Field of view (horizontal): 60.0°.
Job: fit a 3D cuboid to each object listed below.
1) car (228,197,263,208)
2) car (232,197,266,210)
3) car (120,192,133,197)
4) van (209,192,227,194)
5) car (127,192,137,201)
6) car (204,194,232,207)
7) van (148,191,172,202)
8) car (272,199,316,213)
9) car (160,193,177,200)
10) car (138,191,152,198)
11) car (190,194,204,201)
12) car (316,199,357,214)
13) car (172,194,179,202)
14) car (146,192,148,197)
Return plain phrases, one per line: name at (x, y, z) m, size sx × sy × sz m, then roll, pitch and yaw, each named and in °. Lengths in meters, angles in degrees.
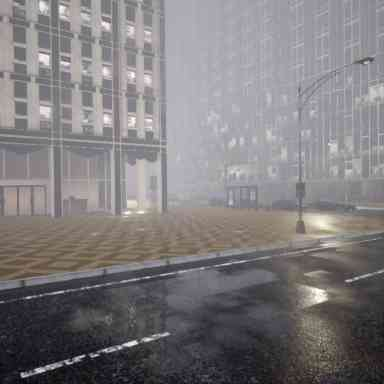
car at (7.061, 1.327, 44.459) m, size 1.895 × 1.301 × 4.718 m, roll -1°, pitch 1°, yaw -34°
car at (7.119, 1.388, 39.607) m, size 1.802 × 1.307 × 4.206 m, roll 0°, pitch 1°, yaw -34°
car at (-18.027, 0.689, 91.275) m, size 2.008 × 1.369 × 4.403 m, roll 0°, pitch 1°, yaw -34°
van at (4.477, 0.855, 58.465) m, size 1.690 × 1.788 × 3.998 m, roll 0°, pitch 1°, yaw -34°
car at (-12.078, 1.040, 67.790) m, size 2.008 × 1.369 × 4.403 m, roll 0°, pitch 1°, yaw -34°
car at (3.952, 1.320, 44.327) m, size 1.947 × 1.339 × 4.313 m, roll 0°, pitch 1°, yaw -34°
van at (-5.648, 0.937, 58.413) m, size 1.690 × 1.788 × 3.998 m, roll 0°, pitch 1°, yaw -34°
car at (10.320, 1.424, 34.908) m, size 1.947 × 1.339 × 4.313 m, roll 0°, pitch 1°, yaw -34°
car at (-5.167, 0.936, 72.529) m, size 1.802 × 1.307 × 4.206 m, roll 0°, pitch 1°, yaw -34°
car at (-11.597, 0.686, 81.901) m, size 1.967 × 1.590 × 4.097 m, roll 0°, pitch 1°, yaw -34°
car at (1.263, 1.044, 63.155) m, size 1.802 × 1.307 × 4.206 m, roll 0°, pitch 1°, yaw -34°
car at (14.207, 1.442, 34.037) m, size 1.895 × 1.301 × 4.718 m, roll -1°, pitch 1°, yaw -34°
car at (-4.498, 1.083, 61.463) m, size 2.033 × 1.411 × 5.357 m, roll -1°, pitch 1°, yaw -34°
car at (-8.382, 0.615, 77.213) m, size 2.192 × 1.841 × 5.009 m, roll 0°, pitch 1°, yaw -34°
